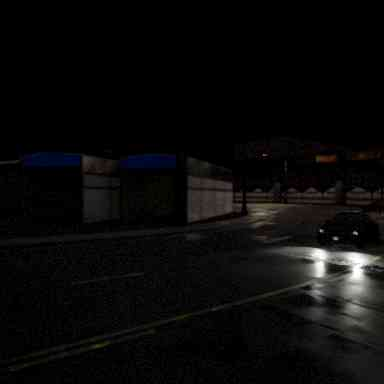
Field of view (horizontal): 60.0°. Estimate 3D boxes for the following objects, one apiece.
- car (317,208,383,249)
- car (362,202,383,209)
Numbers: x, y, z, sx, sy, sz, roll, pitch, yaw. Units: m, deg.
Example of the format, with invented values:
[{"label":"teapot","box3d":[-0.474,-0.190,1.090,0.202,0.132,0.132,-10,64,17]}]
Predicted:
[{"label":"car","box3d":[7.450,1.692,15.605,1.812,1.442,4.674,0,-1,40]},{"label":"car","box3d":[23.909,1.969,42.767,1.882,1.535,5.008,1,0,-3]}]
